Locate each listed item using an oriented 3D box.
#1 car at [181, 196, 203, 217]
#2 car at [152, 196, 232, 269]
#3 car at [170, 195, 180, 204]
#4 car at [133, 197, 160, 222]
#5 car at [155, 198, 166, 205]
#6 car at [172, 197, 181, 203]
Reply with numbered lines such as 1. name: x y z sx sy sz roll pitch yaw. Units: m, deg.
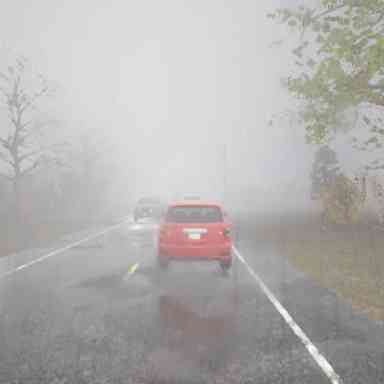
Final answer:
1. car: -0.017 1.463 36.024 2.150 2.045 5.566 0 0 0
2. car: 0.073 1.303 11.596 2.150 2.045 5.566 0 0 0
3. car: -3.672 1.616 73.806 2.097 1.767 4.553 0 0 -2
4. car: -3.690 1.422 28.962 2.150 2.045 5.566 0 -1 0
5. car: -6.706 1.947 69.916 2.128 1.511 4.902 0 0 -7
6. car: -3.817 1.897 81.244 2.033 1.411 5.357 0 0 0
